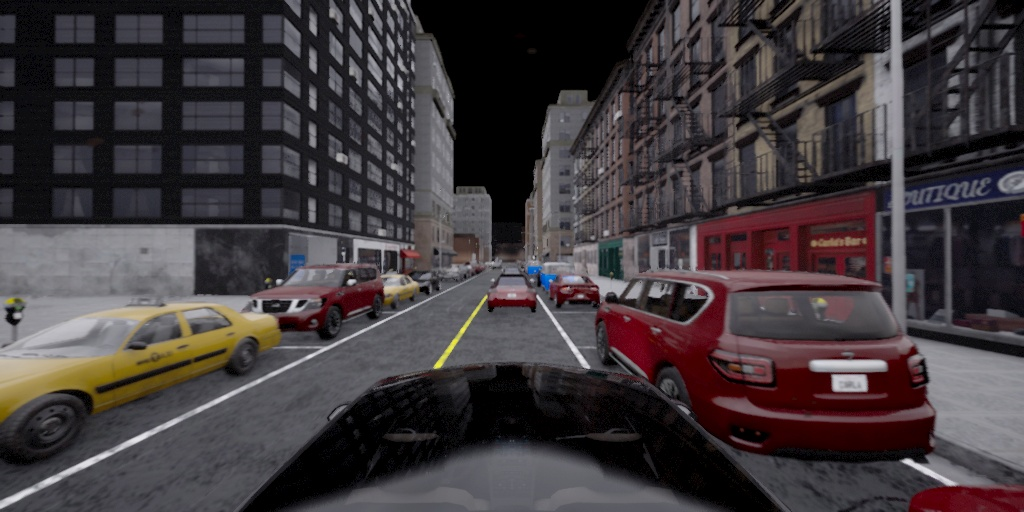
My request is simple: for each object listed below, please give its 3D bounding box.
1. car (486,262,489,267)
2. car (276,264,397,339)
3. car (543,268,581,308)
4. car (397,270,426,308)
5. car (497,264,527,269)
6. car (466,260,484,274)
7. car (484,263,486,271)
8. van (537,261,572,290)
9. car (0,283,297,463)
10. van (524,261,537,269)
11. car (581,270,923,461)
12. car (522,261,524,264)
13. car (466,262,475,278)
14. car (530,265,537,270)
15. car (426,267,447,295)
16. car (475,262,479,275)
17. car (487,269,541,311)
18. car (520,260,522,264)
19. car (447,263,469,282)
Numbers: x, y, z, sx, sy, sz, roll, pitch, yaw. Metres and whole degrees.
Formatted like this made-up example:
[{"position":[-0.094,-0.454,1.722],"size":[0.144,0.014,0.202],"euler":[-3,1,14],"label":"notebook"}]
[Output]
[{"position":[-5.398,1.749,59.271],"size":[1.967,1.591,4.097],"euler":[0,0,0],"label":"car"},{"position":[-5.389,1.153,10.587],"size":[2.192,1.841,5.009],"euler":[0,0,0],"label":"car"},{"position":[2.635,1.436,15.998],"size":[1.888,1.381,4.507],"euler":[0,0,0],"label":"car"},{"position":[-5.390,1.417,15.827],"size":[1.751,1.417,4.829],"euler":[0,0,0],"label":"car"},{"position":[0.017,1.596,30.424],"size":[1.994,1.385,4.181],"euler":[0,0,0],"label":"car"},{"position":[-5.396,1.519,48.452],"size":[2.192,1.841,5.009],"euler":[0,0,0],"label":"car"},{"position":[-5.397,1.696,53.862],"size":[1.967,1.591,4.097],"euler":[0,0,0],"label":"car"},{"position":[2.634,1.285,21.408],"size":[1.690,1.789,3.998],"euler":[0,0,0],"label":"van"},{"position":[-5.388,1.310,5.008],"size":[1.751,1.417,4.829],"euler":[0,0,0],"label":"car"},{"position":[2.630,1.493,43.044],"size":[1.690,1.789,3.998],"euler":[0,0,0],"label":"van"},{"position":[2.637,1.099,5.179],"size":[2.192,1.841,5.009],"euler":[0,0,0],"label":"car"},{"position":[2.629,1.729,48.624],"size":[1.751,1.417,4.829],"euler":[0,0,0],"label":"car"},{"position":[-5.394,1.666,37.634],"size":[1.948,1.339,4.313],"euler":[0,0,0],"label":"car"},{"position":[2.633,1.562,26.817],"size":[1.948,1.339,4.313],"euler":[0,0,0],"label":"car"},{"position":[-5.391,1.510,21.406],"size":[1.948,1.339,4.313],"euler":[0,0,0],"label":"car"},{"position":[-5.395,1.734,43.043],"size":[1.802,1.307,4.207],"euler":[0,0,0],"label":"car"},{"position":[0.017,1.449,15.324],"size":[1.994,1.385,4.181],"euler":[0,0,1],"label":"car"},{"position":[2.628,1.696,53.863],"size":[1.967,1.591,4.097],"euler":[0,0,0],"label":"car"},{"position":[-5.393,1.599,32.225],"size":[2.007,1.370,4.403],"euler":[0,0,0],"label":"car"}]
